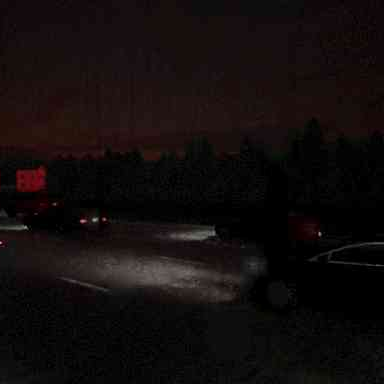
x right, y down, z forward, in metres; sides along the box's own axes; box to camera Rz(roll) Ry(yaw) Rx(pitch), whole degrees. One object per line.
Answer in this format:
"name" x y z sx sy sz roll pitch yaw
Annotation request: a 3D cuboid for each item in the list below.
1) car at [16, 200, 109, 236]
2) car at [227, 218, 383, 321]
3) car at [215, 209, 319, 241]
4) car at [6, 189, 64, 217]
"car" -6.704 1.379 17.403 5.357 1.411 2.033 1 0 36
"car" 3.338 1.485 5.911 4.902 1.511 2.128 1 0 36
"car" 3.218 1.463 14.590 4.674 1.442 1.812 1 0 35
"car" -11.994 0.955 25.493 5.566 2.045 2.150 1 0 36
